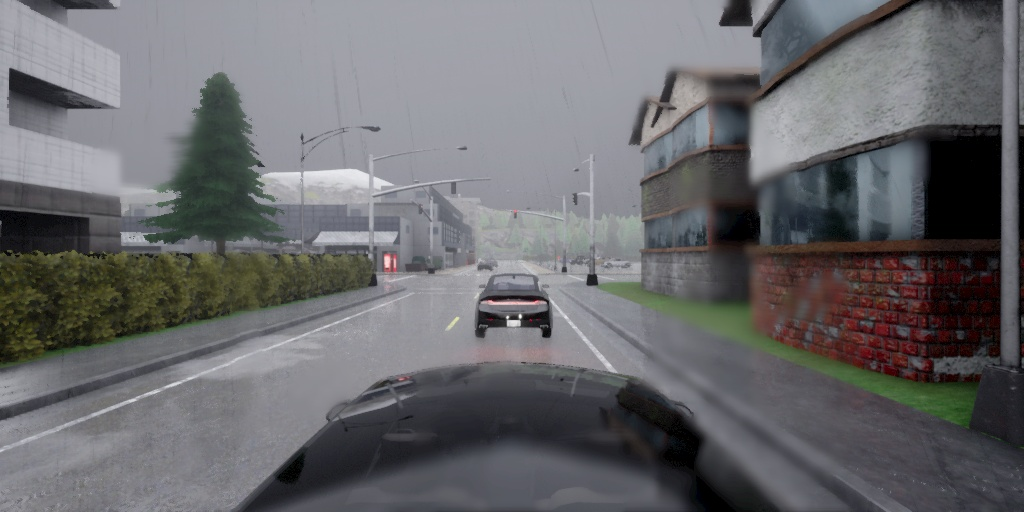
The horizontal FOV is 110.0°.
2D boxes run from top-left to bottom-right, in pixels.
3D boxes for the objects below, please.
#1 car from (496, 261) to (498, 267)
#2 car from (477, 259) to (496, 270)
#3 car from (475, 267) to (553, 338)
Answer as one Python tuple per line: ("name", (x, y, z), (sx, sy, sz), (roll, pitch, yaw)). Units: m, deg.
("car", (-3.553, 1.313, 64.130), (1.994, 1.385, 4.181), (0, 0, 0))
("car", (-3.590, 1.350, 48.251), (1.895, 1.301, 4.718), (0, 0, 0))
("car", (0.056, 1.241, 10.165), (2.128, 1.511, 4.902), (0, 0, 0))
